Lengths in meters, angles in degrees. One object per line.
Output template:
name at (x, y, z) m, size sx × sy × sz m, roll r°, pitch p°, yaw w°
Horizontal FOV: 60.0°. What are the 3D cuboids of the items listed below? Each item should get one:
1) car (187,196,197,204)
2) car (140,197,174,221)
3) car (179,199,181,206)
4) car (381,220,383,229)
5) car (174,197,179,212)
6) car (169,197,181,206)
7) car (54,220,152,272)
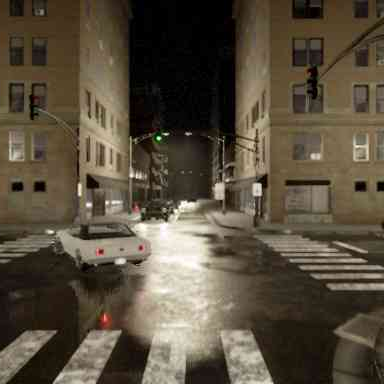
car at (-0.035, 1.618, 68.644) m, size 2.128 × 1.511 × 4.902 m, roll 0°, pitch 0°, yaw 0°
car at (-2.857, 1.385, 26.965) m, size 2.097 × 1.767 × 4.553 m, roll 0°, pitch 0°, yaw 0°
car at (-2.791, 1.567, 45.643) m, size 1.837 × 1.490 × 4.892 m, roll 0°, pitch 0°, yaw 1°
car at (12.259, 1.342, 16.532) m, size 5.009 × 1.841 × 2.192 m, roll 0°, pitch 0°, yaw 0°
car at (-2.849, 1.538, 36.175) m, size 2.128 × 1.511 × 4.902 m, roll 0°, pitch 0°, yaw 0°
car at (-2.778, 1.607, 55.932) m, size 1.812 × 1.442 × 4.674 m, roll 0°, pitch 0°, yaw 0°
car at (-3.149, 1.612, 11.001) m, size 1.895 × 1.301 × 4.718 m, roll 0°, pitch 0°, yaw -32°
